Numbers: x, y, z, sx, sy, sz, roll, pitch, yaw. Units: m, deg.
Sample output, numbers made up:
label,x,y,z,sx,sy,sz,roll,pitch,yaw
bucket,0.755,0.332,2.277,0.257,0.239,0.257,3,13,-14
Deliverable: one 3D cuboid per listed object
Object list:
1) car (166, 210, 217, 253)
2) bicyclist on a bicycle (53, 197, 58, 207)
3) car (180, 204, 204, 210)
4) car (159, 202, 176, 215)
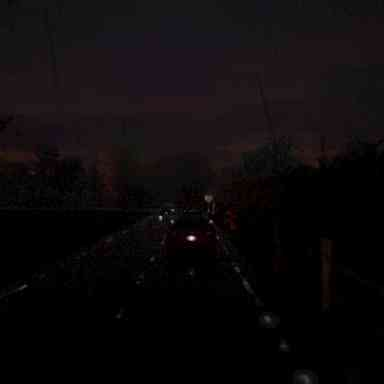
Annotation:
label,x,y,z,sx,sy,sz,roll,pitch,yaw
car,-0.008,1.699,14.323,1.994,1.385,4.181,0,0,0
bicyclist on a bicycle,-22.503,1.702,54.942,0.582,1.620,1.656,1,0,1
car,-0.016,1.769,29.315,2.128,1.511,4.902,0,0,0
car,-2.778,1.913,38.739,2.033,1.411,5.357,0,-1,0
